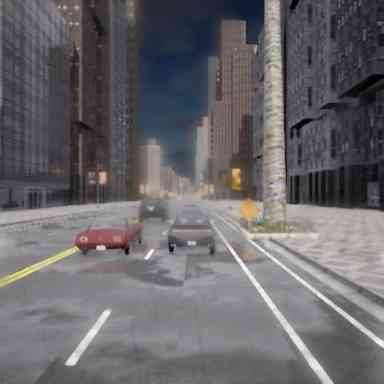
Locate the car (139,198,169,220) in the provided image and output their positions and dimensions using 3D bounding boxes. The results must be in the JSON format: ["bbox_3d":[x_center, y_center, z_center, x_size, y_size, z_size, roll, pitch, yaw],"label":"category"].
[{"bbox_3d":[-3.246,1.515,29.017,2.150,2.045,5.566,0,0,0],"label":"car"}]

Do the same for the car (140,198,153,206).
[{"bbox_3d":[-9.743,2.165,71.789,2.097,1.767,4.553,0,-1,0],"label":"car"}]

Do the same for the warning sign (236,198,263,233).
[{"bbox_3d":[3.234,1.303,18.812,1.300,1.860,1.060,0,0,0],"label":"warning sign"}]

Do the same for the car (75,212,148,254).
[{"bbox_3d":[-3.246,1.740,14.105,1.895,1.301,4.718,0,-1,0],"label":"car"}]

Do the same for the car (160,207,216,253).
[{"bbox_3d":[0.007,1.634,14.290,2.128,1.511,4.902,0,0,0],"label":"car"}]

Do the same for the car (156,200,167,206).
[{"bbox_3d":[-6.493,2.362,71.756,1.994,1.385,4.181,0,-1,0],"label":"car"}]

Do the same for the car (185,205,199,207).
[{"bbox_3d":[0.005,1.845,28.985,2.033,1.411,5.357,0,-1,0],"label":"car"}]
